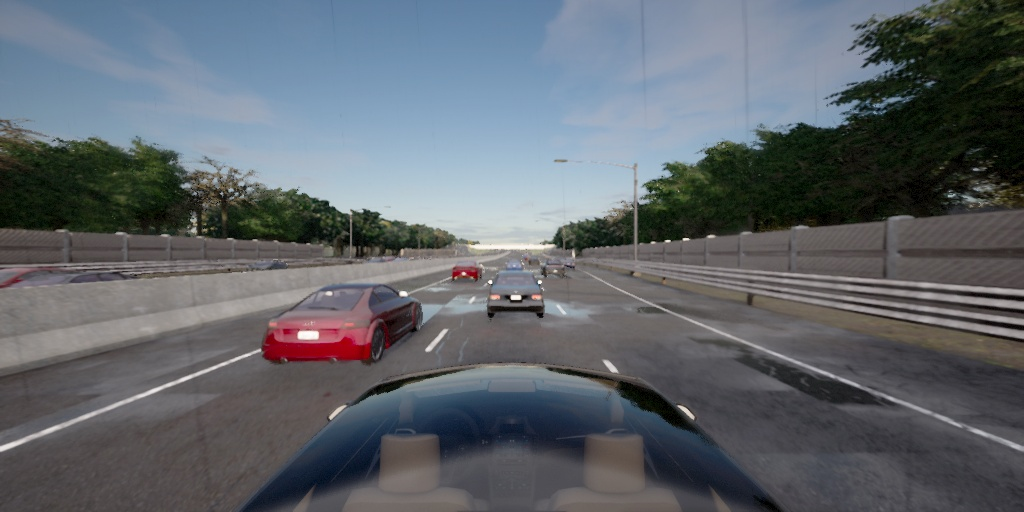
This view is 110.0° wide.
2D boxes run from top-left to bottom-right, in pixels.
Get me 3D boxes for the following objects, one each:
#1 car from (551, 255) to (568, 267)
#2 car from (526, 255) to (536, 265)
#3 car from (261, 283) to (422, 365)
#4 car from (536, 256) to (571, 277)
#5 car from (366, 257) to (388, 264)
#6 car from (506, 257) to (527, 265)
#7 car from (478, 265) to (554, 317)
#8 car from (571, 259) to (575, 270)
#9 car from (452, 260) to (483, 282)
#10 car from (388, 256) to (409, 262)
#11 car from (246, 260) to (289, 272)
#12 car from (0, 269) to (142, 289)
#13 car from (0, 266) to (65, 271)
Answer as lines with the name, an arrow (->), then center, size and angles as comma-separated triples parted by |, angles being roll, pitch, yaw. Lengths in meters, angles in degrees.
car -> 7.322, 0.805, 56.112 | 2.097, 1.767, 4.553 | 0, 0, 1
car -> 3.932, 0.924, 64.933 | 1.837, 1.490, 4.892 | 0, 0, 1
car -> -3.391, 1.274, 7.983 | 1.994, 1.385, 4.181 | 0, 0, 0
car -> 3.607, 1.054, 32.192 | 2.128, 1.511, 4.902 | 0, 0, 0
car -> -20.724, 0.998, 55.403 | 2.033, 1.411, 5.357 | 0, 0, 1
car -> 0.266, 1.070, 39.909 | 2.033, 1.411, 5.357 | 0, 0, 0
car -> 0.118, 1.227, 12.828 | 2.033, 1.411, 5.357 | 0, 0, 0
car -> 7.077, 1.039, 46.561 | 2.033, 1.411, 5.357 | 0, 0, 2
car -> -3.322, 1.068, 27.264 | 1.882, 1.535, 5.008 | 0, 0, 0
car -> -17.230, 0.976, 55.768 | 1.812, 1.442, 4.674 | 0, 0, 1
car -> -23.725, 1.109, 34.961 | 1.994, 1.385, 4.181 | 0, 0, -3
car -> -14.085, 1.234, 11.534 | 2.033, 1.411, 5.357 | 0, 0, 0
car -> -17.580, 1.156, 12.833 | 1.882, 1.535, 5.008 | 0, 0, 0
